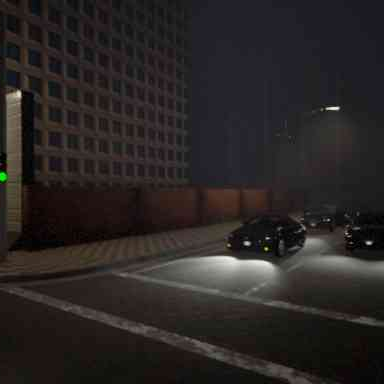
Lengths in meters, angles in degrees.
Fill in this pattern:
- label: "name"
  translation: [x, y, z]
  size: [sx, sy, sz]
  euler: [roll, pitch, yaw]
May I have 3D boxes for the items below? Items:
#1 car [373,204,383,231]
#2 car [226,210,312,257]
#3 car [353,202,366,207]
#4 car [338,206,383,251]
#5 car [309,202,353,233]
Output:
- label: "car"
  translation: [13.216, 1.566, 21.515]
  size: [2.033, 1.411, 5.357]
  euler: [0, 0, 36]
- label: "car"
  translation: [3.066, 1.613, 13.290]
  size: [1.994, 1.385, 4.181]
  euler: [0, 0, 35]
- label: "car"
  translation: [13.914, 1.584, 28.485]
  size: [2.033, 1.411, 5.357]
  euler: [0, 0, 36]
- label: "car"
  translation: [7.567, 1.530, 13.582]
  size: [1.837, 1.490, 4.892]
  euler: [0, 0, 35]
- label: "car"
  translation: [8.086, 1.535, 20.348]
  size: [2.128, 1.511, 4.902]
  euler: [0, 0, 35]
